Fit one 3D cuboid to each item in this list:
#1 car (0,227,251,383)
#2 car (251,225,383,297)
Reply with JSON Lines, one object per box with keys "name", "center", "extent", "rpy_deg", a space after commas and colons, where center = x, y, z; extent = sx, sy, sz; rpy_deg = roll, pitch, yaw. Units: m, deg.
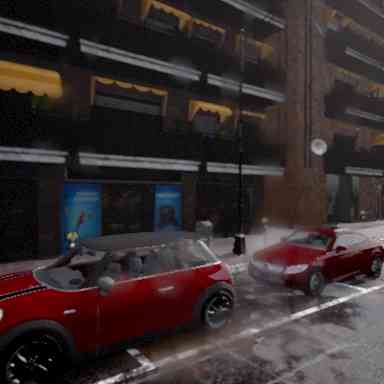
{"name": "car", "center": [-1.306, 1.431, 5.152], "extent": [4.097, 1.590, 1.967], "rpy_deg": [0, 1, -35]}
{"name": "car", "center": [3.291, 1.543, 8.432], "extent": [4.206, 1.307, 1.802], "rpy_deg": [0, 1, -35]}
